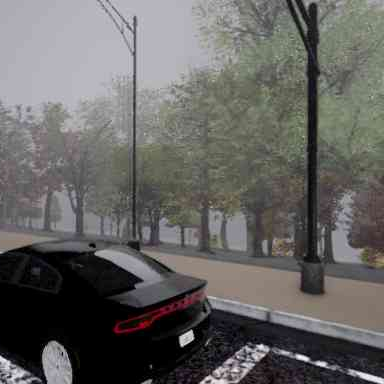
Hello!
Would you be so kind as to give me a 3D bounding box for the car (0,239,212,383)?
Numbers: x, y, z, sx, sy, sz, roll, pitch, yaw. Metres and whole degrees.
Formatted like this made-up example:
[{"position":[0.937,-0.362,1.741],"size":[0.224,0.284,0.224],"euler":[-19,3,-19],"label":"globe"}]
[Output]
[{"position":[-2.074,1.478,5.166],"size":[5.008,1.535,1.882],"euler":[0,0,36],"label":"car"}]
